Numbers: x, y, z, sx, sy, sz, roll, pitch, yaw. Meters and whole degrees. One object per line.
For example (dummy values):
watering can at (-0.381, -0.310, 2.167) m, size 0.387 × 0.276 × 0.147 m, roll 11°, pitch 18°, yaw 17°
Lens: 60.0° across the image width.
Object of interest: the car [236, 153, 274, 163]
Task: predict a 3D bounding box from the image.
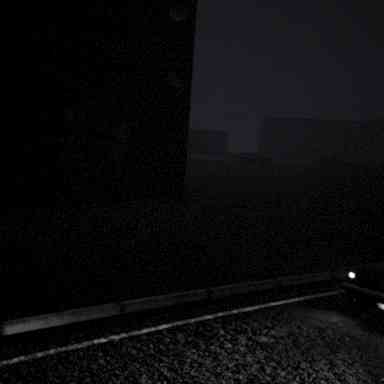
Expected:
car at (7.360, -3.693, 38.894) m, size 4.553 × 1.767 × 2.185 m, roll 3°, pitch -2°, yaw 6°

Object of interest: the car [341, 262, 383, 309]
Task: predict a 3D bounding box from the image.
car at (5.327, 1.736, 6.756) m, size 4.718 × 1.301 × 1.895 m, roll 1°, pitch -1°, yaw -27°

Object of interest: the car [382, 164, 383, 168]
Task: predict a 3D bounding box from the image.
car at (23.712, -2.660, 37.293) m, size 4.892 × 1.521 × 2.231 m, roll 3°, pitch -2°, yaw 5°

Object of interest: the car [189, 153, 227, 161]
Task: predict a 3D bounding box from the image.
car at (1.892, -3.824, 39.422) m, size 4.674 × 1.452 × 2.002 m, roll 3°, pitch -2°, yaw 6°

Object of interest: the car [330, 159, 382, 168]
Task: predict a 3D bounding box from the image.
car at (18.226, -2.973, 37.823) m, size 4.892 × 1.521 × 2.231 m, roll 3°, pitch -2°, yaw 6°
